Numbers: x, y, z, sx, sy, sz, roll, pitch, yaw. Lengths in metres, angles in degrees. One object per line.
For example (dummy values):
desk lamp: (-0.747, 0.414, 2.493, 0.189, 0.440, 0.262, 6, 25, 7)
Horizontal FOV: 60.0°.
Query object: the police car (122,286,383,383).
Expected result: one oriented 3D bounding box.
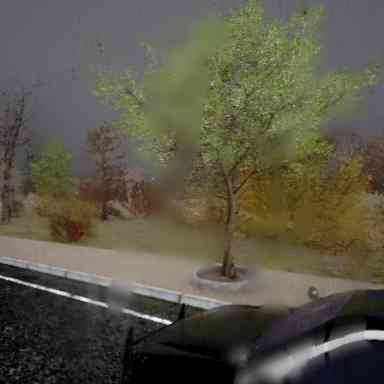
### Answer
police car: (1.563, 1.506, 2.448, 4.974, 1.542, 2.038, -1, -1, 36)
